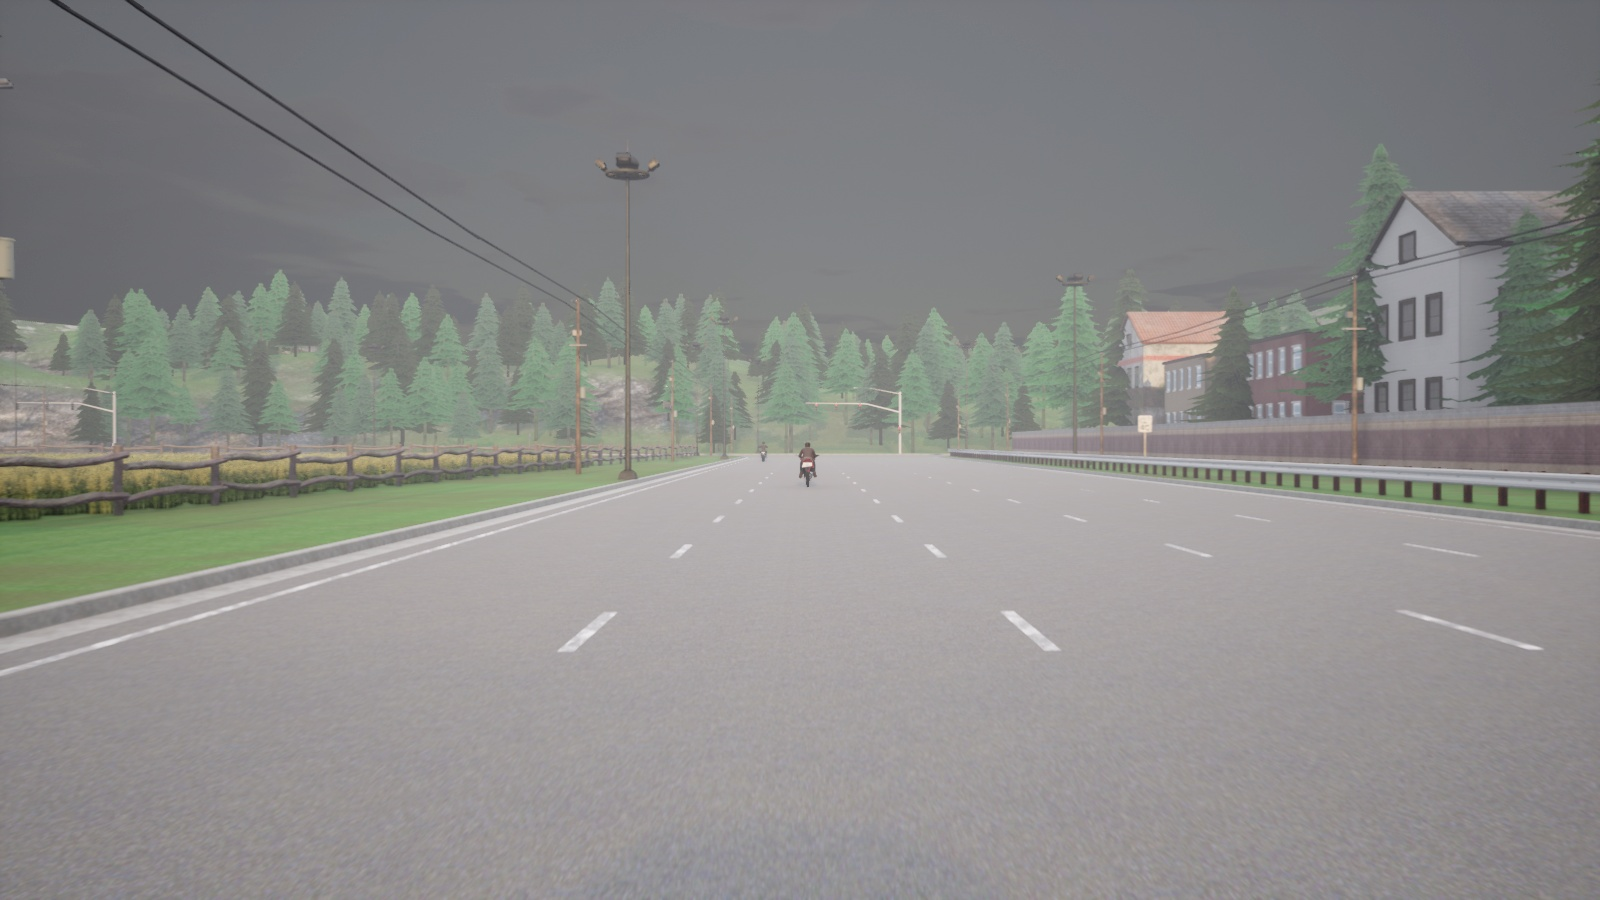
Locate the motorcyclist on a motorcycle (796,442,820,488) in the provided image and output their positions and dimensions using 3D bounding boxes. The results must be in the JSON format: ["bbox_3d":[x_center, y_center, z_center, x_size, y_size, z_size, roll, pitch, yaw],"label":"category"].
[{"bbox_3d":[0.259,0.488,42.687,0.797,1.523,2.044,0,0,0],"label":"motorcyclist on a motorcycle"}]
